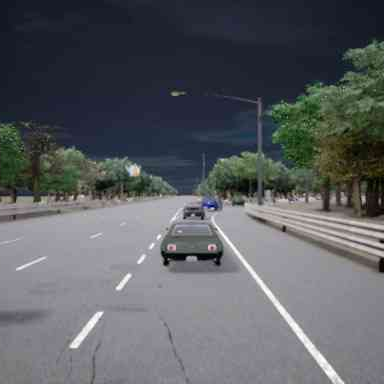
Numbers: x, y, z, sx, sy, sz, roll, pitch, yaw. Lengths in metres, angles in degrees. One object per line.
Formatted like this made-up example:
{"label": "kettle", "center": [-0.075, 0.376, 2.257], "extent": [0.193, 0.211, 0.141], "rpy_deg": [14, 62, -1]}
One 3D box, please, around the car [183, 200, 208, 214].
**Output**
{"label": "car", "center": [0.272, 1.752, 31.115], "extent": [1.837, 1.490, 4.892], "rpy_deg": [-1, -1, 4]}

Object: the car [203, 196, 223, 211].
{"label": "car", "center": [2.957, 1.617, 47.654], "extent": [2.150, 2.045, 5.566], "rpy_deg": [0, -1, 15]}

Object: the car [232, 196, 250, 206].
{"label": "car", "center": [9.631, 1.744, 64.804], "extent": [2.150, 2.045, 5.566], "rpy_deg": [-1, -1, 28]}

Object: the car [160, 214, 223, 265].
{"label": "car", "center": [-0.004, 1.697, 12.024], "extent": [1.895, 1.301, 4.718], "rpy_deg": [0, 0, 0]}
